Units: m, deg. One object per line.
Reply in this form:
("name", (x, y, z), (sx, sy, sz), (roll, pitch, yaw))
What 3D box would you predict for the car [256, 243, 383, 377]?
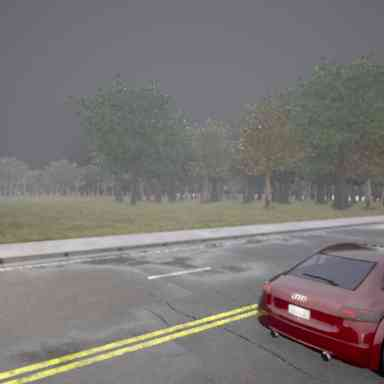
("car", (3.066, 1.588, 5.625), (4.181, 1.385, 1.994), (0, 0, -35))
